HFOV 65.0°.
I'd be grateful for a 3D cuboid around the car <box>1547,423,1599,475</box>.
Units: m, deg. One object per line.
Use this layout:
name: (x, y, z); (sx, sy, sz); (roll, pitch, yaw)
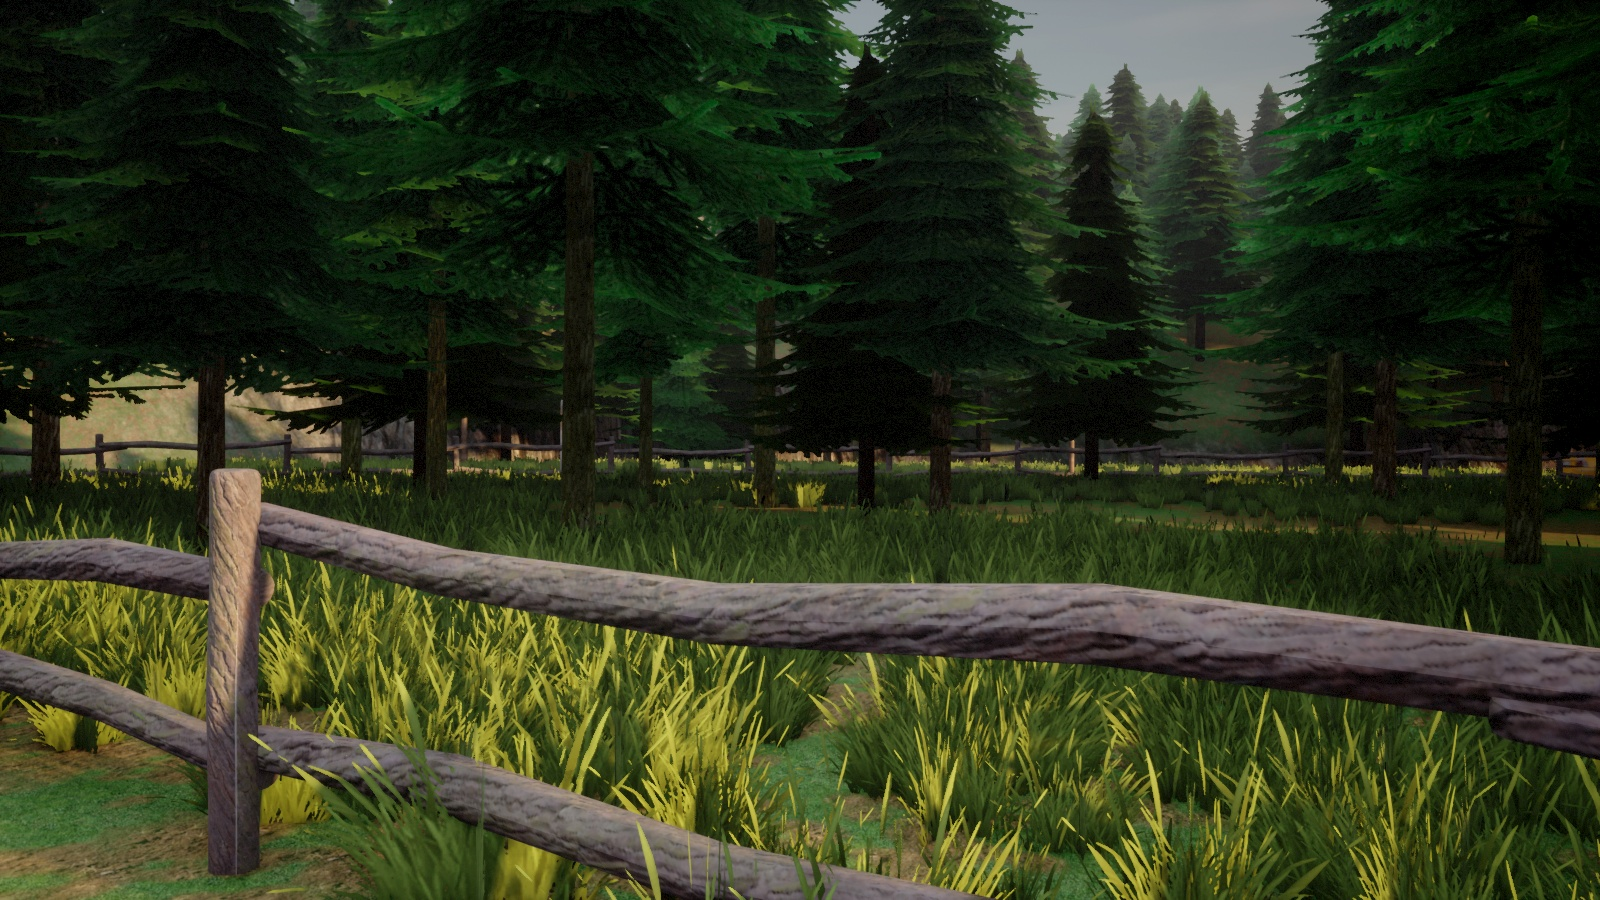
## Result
car: (26.165, -0.065, 38.470); (5.366, 1.575, 1.801); (0, 1, 10)
